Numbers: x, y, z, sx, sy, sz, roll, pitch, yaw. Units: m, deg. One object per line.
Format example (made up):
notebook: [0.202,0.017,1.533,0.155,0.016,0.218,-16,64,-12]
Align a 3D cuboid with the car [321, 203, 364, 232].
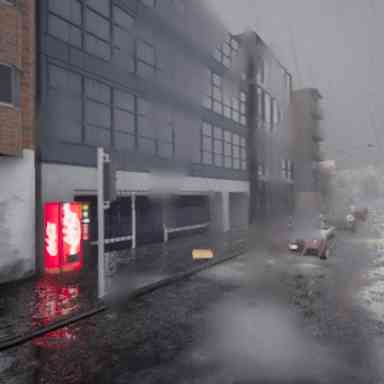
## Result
car: [9.630,1.554,21.627,2.097,1.767,4.553,-1,-1,31]

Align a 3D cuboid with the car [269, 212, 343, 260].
car: [4.502,1.703,13.130,1.994,1.385,4.181,-1,-1,31]

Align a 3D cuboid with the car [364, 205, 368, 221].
car: [14.764,1.741,30.101,1.882,1.535,5.008,-1,-1,31]
